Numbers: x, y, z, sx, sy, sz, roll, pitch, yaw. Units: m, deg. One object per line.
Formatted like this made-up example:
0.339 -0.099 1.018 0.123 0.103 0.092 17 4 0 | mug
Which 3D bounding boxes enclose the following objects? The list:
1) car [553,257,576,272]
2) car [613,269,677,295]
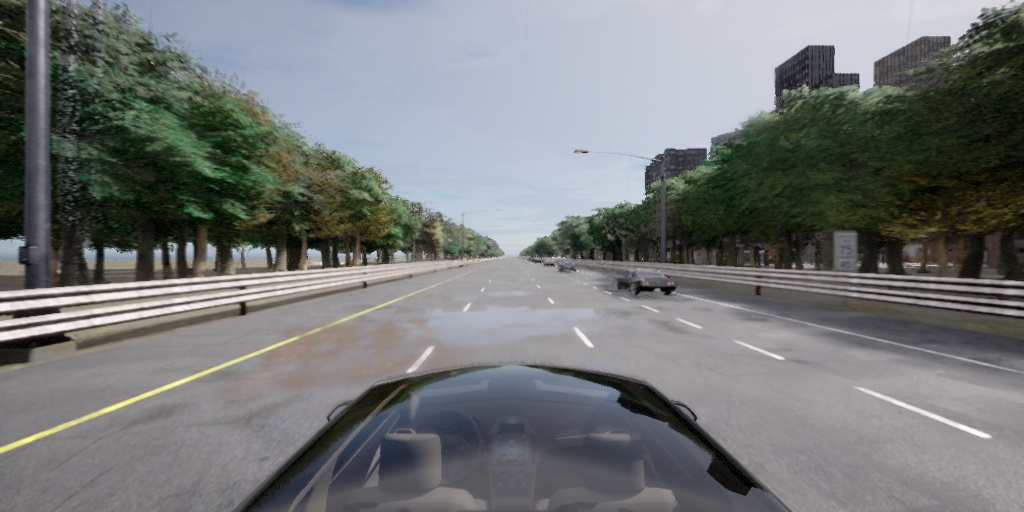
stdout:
7.000 1.265 46.354 2.128 1.511 4.902 0 0 0 | car
7.000 1.357 19.453 1.895 1.301 4.718 0 0 0 | car
